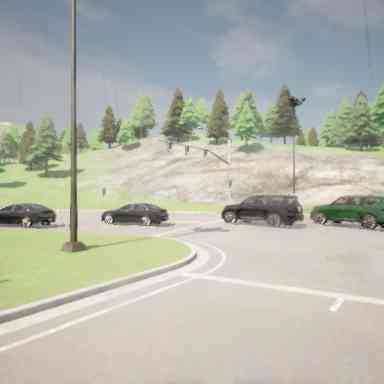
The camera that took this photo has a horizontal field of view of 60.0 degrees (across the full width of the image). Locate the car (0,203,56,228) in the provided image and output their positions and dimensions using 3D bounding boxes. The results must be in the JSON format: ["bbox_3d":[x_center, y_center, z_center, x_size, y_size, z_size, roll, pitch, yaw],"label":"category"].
[{"bbox_3d":[-11.308,1.504,21.788,4.892,1.490,1.837,0,0,17],"label":"car"}]

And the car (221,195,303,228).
[{"bbox_3d":[4.605,1.221,22.407,5.566,2.045,2.150,0,-1,40],"label":"car"}]

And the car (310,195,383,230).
[{"bbox_3d":[10.350,1.221,21.285,2.150,2.045,5.566,1,0,-34],"label":"car"}]

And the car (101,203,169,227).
[{"bbox_3d":[-3.957,1.504,22.900,4.892,1.490,1.837,0,-1,21],"label":"car"}]
